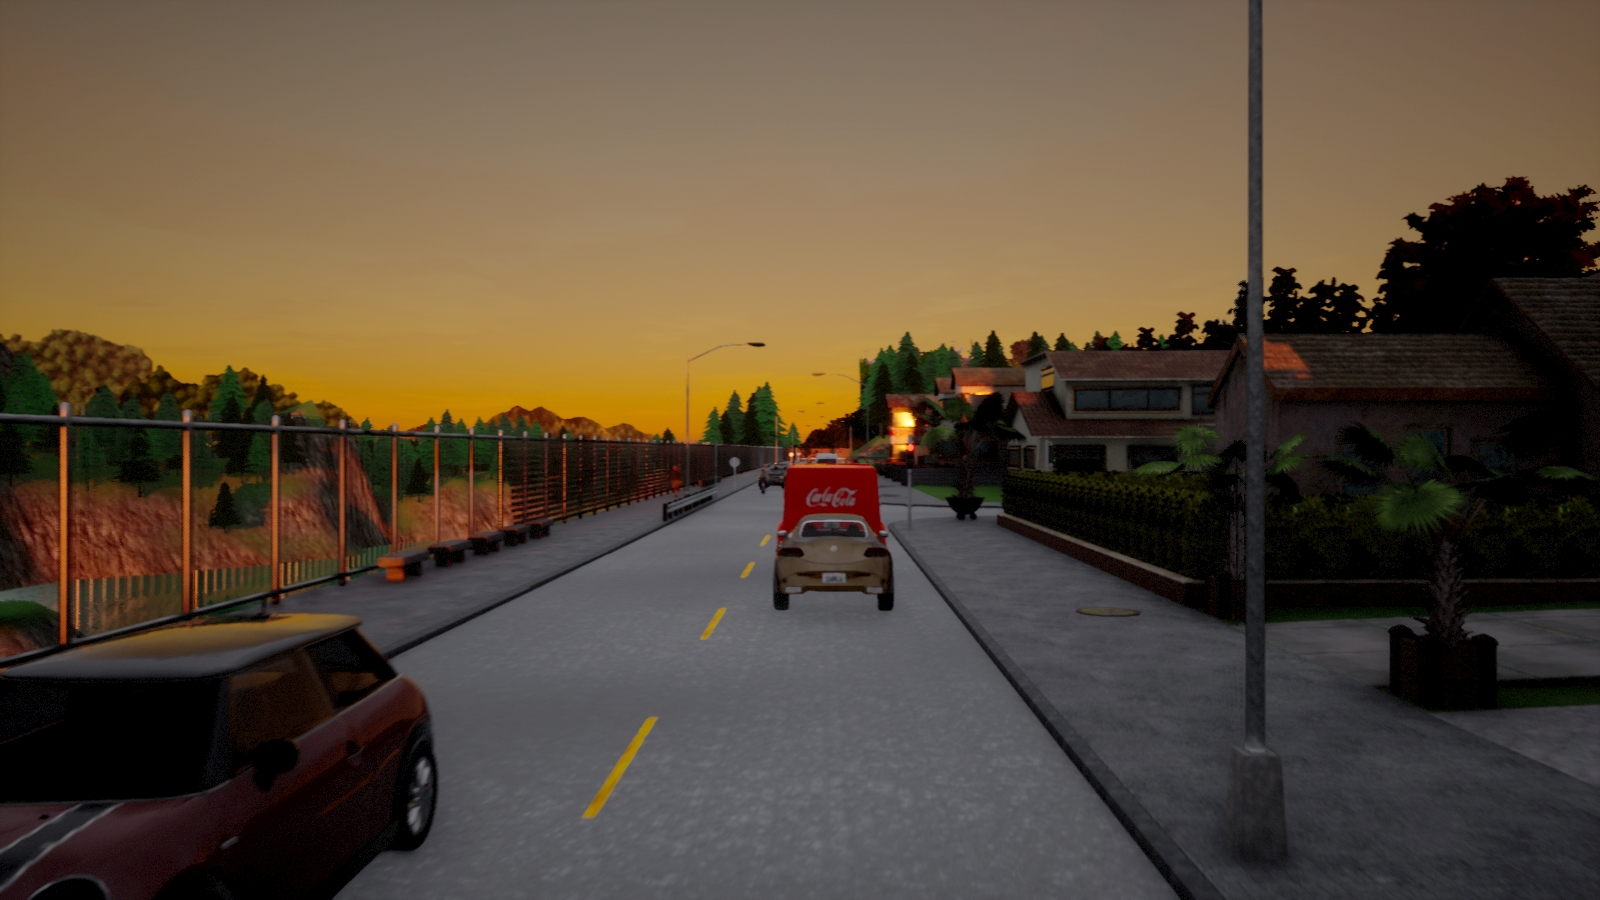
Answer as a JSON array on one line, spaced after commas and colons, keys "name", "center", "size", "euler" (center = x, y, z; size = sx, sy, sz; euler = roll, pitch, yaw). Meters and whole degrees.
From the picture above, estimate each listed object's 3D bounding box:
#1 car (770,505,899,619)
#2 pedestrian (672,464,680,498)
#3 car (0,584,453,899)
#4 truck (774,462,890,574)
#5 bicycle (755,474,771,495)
[{"name": "car", "center": [0.622, 1.991, 21.591], "size": [2.152, 1.651, 5.027], "euler": [0, 0, 1]}, {"name": "pedestrian", "center": [-6.975, 1.739, 64.125], "size": [0.375, 1.860, 0.375], "euler": [0, 0, 6]}, {"name": "car", "center": [-3.716, 1.904, 6.375], "size": [2.097, 1.767, 4.553], "euler": [0, 0, 1]}, {"name": "truck", "center": [0.778, 1.568, 28.510], "size": [2.627, 2.467, 5.204], "euler": [0, 0, 1]}, {"name": "bicycle", "center": [-2.286, 2.151, 70.737], "size": [0.859, 1.276, 1.487], "euler": [0, -3, 1]}]
